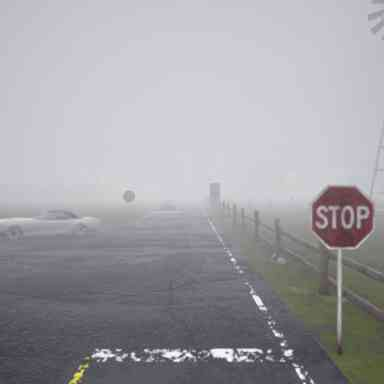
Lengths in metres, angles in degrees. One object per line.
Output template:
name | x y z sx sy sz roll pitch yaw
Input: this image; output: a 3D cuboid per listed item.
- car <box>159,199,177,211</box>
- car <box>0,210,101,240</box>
car | -2.813 1.570 39.972 1.994 1.385 4.181 0 0 0
car | -7.117 1.564 16.625 4.718 1.301 1.895 0 0 -27
